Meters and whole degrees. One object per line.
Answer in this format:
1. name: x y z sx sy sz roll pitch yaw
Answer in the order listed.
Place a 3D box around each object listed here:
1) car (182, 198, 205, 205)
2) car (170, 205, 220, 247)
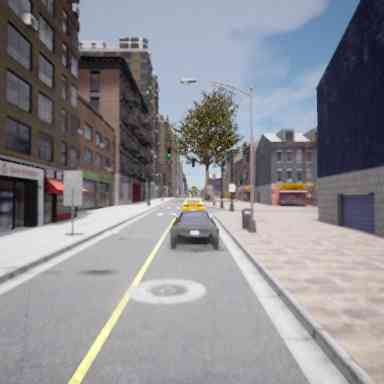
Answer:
1. car: 0.102 1.306 29.503 1.882 1.535 5.008 0 0 0
2. car: 0.105 1.482 14.465 1.994 1.385 4.181 0 0 0
